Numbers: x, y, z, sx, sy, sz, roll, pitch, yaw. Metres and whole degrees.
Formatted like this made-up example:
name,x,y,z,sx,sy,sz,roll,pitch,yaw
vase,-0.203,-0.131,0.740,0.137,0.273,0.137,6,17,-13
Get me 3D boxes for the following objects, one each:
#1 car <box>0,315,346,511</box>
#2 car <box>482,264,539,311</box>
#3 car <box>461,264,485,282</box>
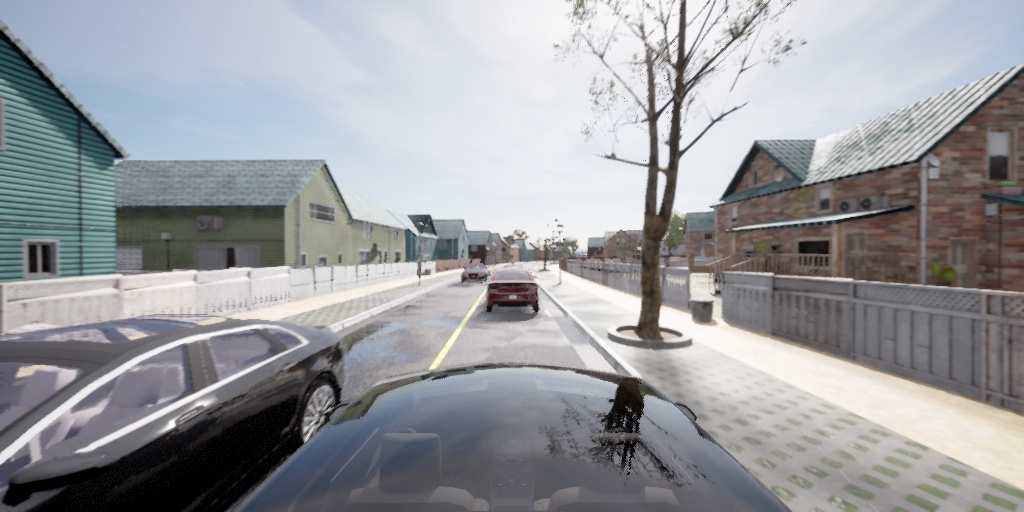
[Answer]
name,x,y,z,sx,sy,sz,roll,pitch,yaw
car,-2.858,1.245,2.260,2.128,1.511,4.902,0,0,0
car,0.013,1.214,14.389,1.882,1.535,5.008,0,0,0
car,-2.820,1.310,28.445,1.994,1.385,4.181,0,0,1
